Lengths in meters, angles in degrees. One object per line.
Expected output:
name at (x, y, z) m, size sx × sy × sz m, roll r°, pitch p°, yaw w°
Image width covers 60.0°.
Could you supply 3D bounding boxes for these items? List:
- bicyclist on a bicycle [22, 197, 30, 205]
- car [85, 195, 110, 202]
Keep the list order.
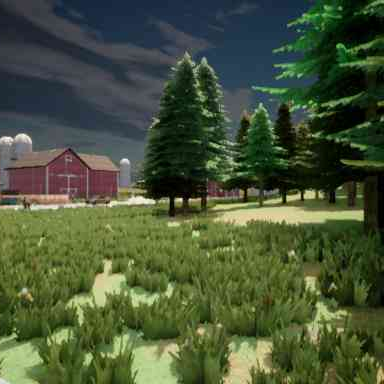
bicyclist on a bicycle at (-17.097, 1.354, 34.189) m, size 1.656 × 1.620 × 0.582 m, roll 3°, pitch 2°, yaw 36°
car at (-15.268, 1.288, 53.923) m, size 1.816 × 1.474 × 4.193 m, roll 7°, pitch 4°, yaw 33°
